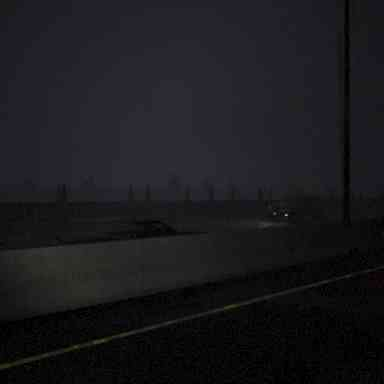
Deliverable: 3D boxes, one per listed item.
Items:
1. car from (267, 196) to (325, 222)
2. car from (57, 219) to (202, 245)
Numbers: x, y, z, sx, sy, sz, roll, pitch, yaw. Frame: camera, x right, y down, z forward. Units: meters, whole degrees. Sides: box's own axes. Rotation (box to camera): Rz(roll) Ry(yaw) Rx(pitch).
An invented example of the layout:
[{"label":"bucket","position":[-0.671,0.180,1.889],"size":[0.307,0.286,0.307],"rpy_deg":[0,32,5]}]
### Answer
[{"label":"car","position":[8.659,1.320,27.361],"size":[5.566,2.045,2.150],"rpy_deg":[0,0,-35]},{"label":"car","position":[-2.026,1.621,11.144],"size":[4.718,1.301,1.895],"rpy_deg":[0,0,-35]}]
